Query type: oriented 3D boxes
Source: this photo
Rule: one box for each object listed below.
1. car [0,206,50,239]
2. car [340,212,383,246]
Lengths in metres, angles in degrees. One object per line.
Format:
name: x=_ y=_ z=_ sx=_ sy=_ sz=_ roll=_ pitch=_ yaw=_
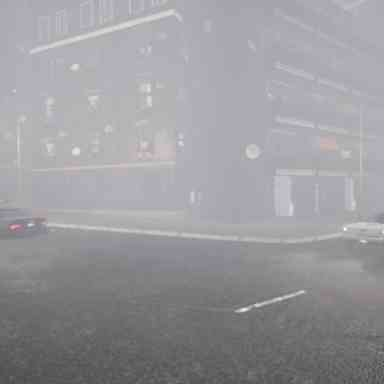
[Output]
car: x=-8.433 y=1.284 z=13.985 sx=5.357 sy=1.411 sz=2.033 roll=1 pitch=1 yaw=27
car: x=8.161 y=1.512 z=13.755 sx=4.718 sy=1.301 sz=1.895 roll=0 pitch=0 yaw=-37
